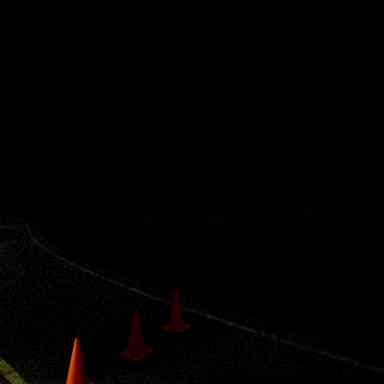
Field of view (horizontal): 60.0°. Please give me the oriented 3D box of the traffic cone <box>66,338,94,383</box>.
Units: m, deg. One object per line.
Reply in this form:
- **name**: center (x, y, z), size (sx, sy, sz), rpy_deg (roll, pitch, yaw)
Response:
- **traffic cone**: center (-1.289, 1.945, 3.746), size (0.340, 0.580, 0.340), rpy_deg (1, 1, 31)

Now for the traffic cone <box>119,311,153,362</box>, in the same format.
- **traffic cone**: center (-0.770, 1.938, 4.597), size (0.340, 0.580, 0.340), rpy_deg (1, 1, 32)

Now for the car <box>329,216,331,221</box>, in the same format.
- **car**: center (35.643, 6.631, 82.726), size (1.851, 1.617, 3.988), rpy_deg (-4, -3, 4)

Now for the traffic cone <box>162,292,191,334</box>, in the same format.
- **traffic cone**: center (-0.250, 1.931, 5.447), size (0.340, 0.580, 0.340), rpy_deg (1, 1, 31)
